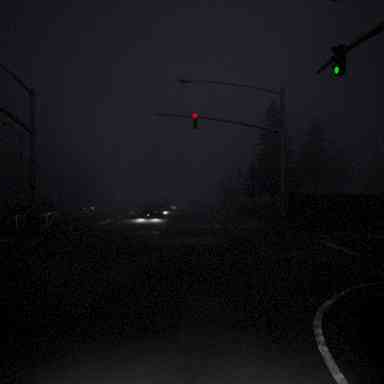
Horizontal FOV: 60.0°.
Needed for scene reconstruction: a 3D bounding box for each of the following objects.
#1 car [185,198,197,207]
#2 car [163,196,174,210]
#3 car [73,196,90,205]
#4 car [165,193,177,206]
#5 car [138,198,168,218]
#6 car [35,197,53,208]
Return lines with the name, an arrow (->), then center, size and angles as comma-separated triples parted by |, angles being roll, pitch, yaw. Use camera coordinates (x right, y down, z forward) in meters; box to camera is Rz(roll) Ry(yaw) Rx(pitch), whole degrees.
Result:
car -> -0.139, 1.601, 51.236 | 1.895, 1.301, 4.718 | 0, 0, 0
car -> -3.705, 1.547, 40.849 | 2.033, 1.411, 5.357 | 0, 0, 0
car -> -17.600, 1.374, 53.010 | 1.845, 1.501, 3.633 | 0, 0, 0
car -> -3.658, 1.223, 55.711 | 2.150, 2.045, 5.566 | 0, 0, 0
car -> -3.684, 1.547, 30.582 | 2.033, 1.411, 5.357 | 0, 0, 0
car -> -20.633, 1.384, 45.611 | 1.970, 1.475, 3.806 | 0, 0, 0
